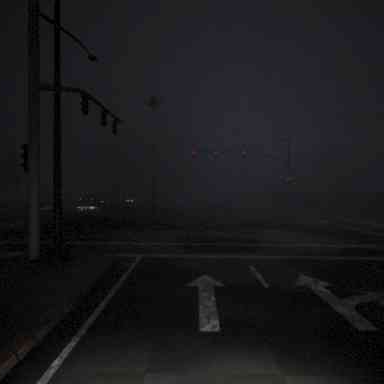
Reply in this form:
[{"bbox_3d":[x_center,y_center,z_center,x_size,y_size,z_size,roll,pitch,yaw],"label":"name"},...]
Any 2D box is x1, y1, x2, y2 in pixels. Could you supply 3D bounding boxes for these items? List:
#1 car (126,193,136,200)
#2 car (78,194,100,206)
[{"bbox_3d":[-14.888,1.108,81.044,2.128,1.511,4.902,0,0,0],"label":"car"},{"bbox_3d":[-14.997,1.057,48.806,2.097,1.767,4.553,0,0,0],"label":"car"}]
